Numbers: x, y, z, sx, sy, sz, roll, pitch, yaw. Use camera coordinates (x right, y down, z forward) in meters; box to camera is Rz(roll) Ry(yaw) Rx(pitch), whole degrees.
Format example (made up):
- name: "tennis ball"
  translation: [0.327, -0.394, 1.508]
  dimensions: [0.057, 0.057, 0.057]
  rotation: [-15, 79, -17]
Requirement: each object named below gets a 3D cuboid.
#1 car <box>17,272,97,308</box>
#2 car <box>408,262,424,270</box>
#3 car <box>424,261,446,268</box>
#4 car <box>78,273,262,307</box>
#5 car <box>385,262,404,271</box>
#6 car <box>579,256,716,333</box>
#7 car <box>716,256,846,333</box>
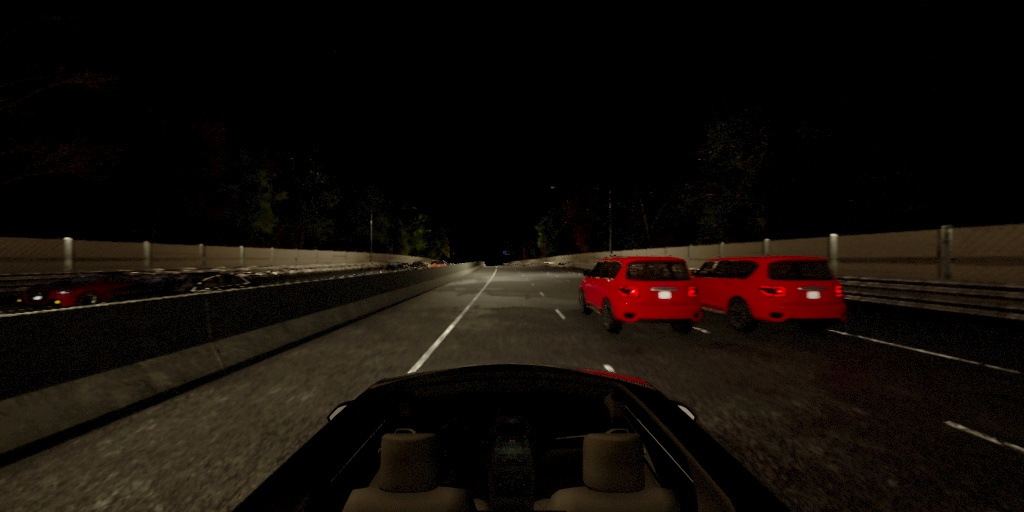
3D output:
- name: "car"
  translation: [-17.622, 1.408, 15.319]
  dimensions: [1.994, 1.385, 4.181]
  rotation: [2, -1, 0]
- name: "car"
  translation: [-14.840, 1.634, 56.304]
  dimensions: [1.837, 1.490, 4.892]
  rotation: [0, 0, -1]
- name: "car"
  translation: [-11.280, 1.470, 54.041]
  dimensions: [2.097, 1.767, 4.553]
  rotation: [0, 0, -1]
- name: "car"
  translation: [-10.625, 1.339, 12.044]
  dimensions: [1.837, 1.490, 4.892]
  rotation: [0, 0, 0]
- name: "car"
  translation: [-18.321, 1.683, 56.209]
  dimensions: [1.994, 1.385, 4.181]
  rotation: [1, -1, -1]
- name: "car"
  translation: [3.578, 1.031, 11.103]
  dimensions: [2.150, 2.045, 5.566]
  rotation: [0, 0, 0]
- name: "car"
  translation: [7.078, 1.027, 11.118]
  dimensions: [2.150, 2.045, 5.566]
  rotation: [0, 0, 0]
